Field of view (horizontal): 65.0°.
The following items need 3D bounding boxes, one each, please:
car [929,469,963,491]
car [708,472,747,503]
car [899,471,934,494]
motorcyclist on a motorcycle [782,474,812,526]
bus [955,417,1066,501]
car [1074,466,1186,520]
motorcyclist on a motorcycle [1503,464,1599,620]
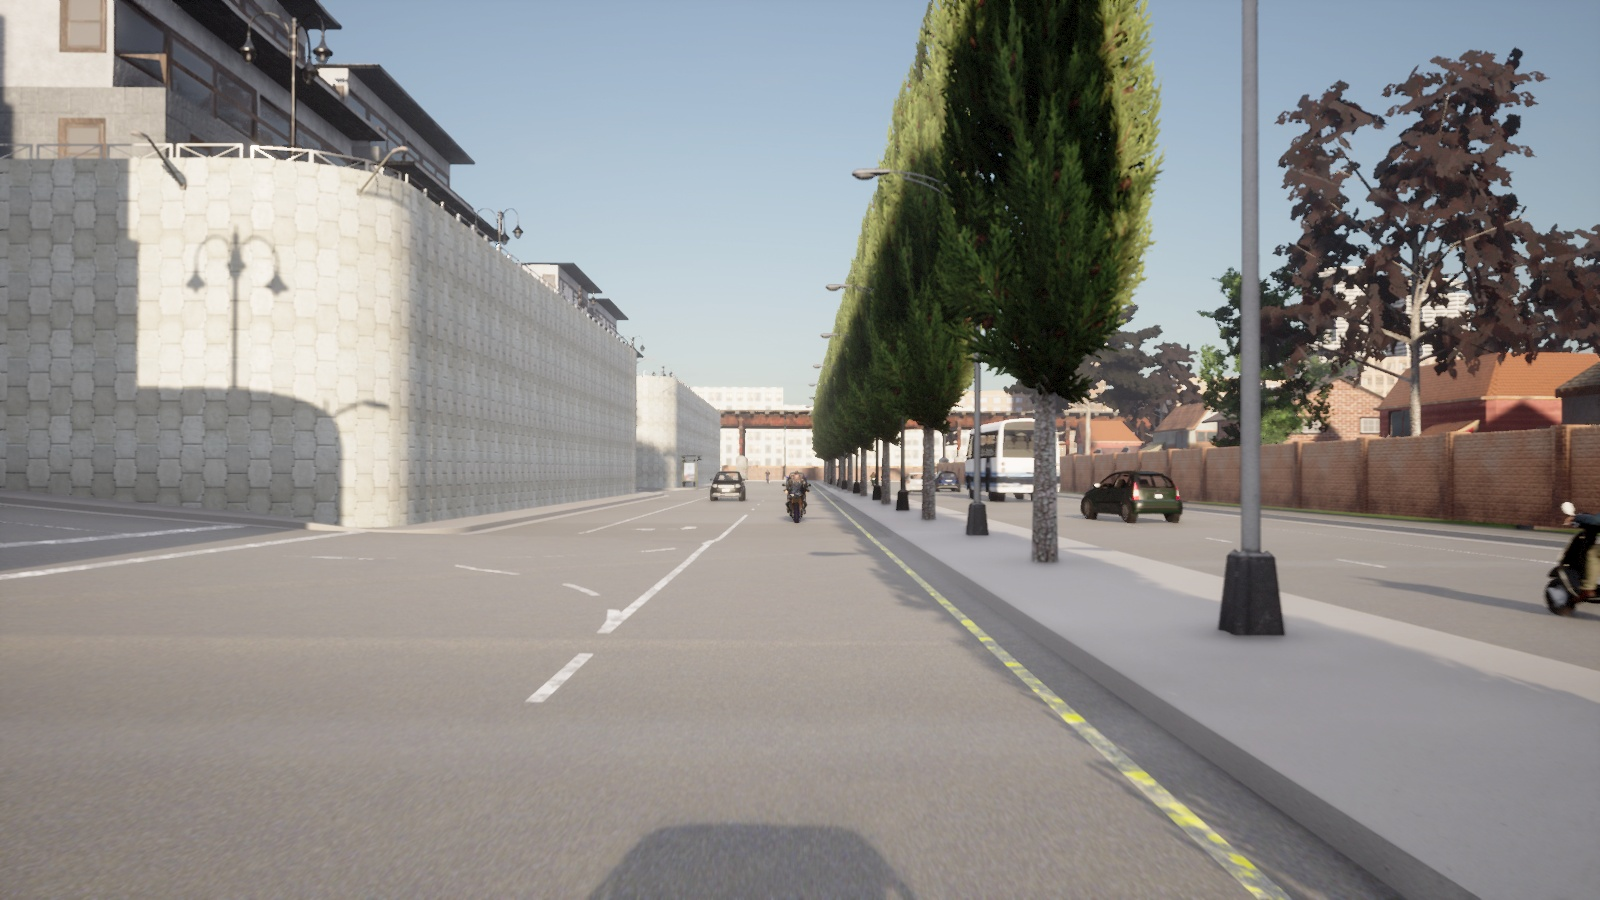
[{"bbox_3d":[11.262,2.328,97.347,2.033,1.649,4.856,0,-1,0],"label":"car"},{"bbox_3d":[-3.656,1.882,64.189,1.789,1.549,3.705,0,-1,0],"label":"car"},{"bbox_3d":[7.796,2.158,84.224,1.970,1.475,3.806,0,-1,0],"label":"car"},{"bbox_3d":[-0.092,1.484,37.890,0.866,1.530,2.191,0,-1,0],"label":"motorcyclist on a motorcycle"},{"bbox_3d":[11.347,0.545,68.902,3.944,4.253,10.273,0,-1,-2],"label":"bus"},{"bbox_3d":[10.507,1.345,40.290,1.851,1.617,3.988,0,-1,-13],"label":"car"},{"bbox_3d":[8.513,0.956,13.252,0.866,1.590,1.817,2,-1,-16],"label":"motorcyclist on a motorcycle"}]
